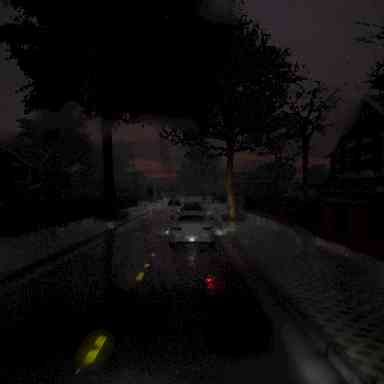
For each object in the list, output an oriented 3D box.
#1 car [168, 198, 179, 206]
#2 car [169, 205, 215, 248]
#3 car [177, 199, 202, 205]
[{"bbox_3d":[-2.750,1.602,52.628,1.895,1.301,4.718,0,0,0],"label":"car"},{"bbox_3d":[0.000,1.526,14.653,1.812,1.442,4.674,0,0,0],"label":"car"},{"bbox_3d":[0.001,1.554,29.655,1.994,1.385,4.181,0,0,0],"label":"car"}]
